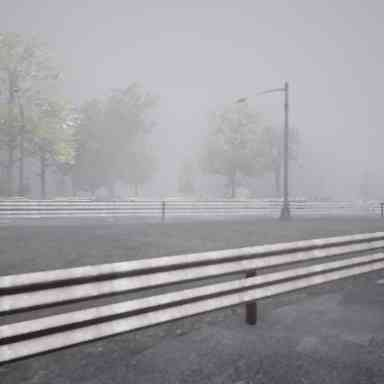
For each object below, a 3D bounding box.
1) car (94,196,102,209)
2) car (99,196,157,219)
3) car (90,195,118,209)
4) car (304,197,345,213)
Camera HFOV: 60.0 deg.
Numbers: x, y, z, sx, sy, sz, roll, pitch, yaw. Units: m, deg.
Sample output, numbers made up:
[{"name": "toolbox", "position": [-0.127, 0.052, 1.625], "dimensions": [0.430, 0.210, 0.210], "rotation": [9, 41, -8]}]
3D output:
[{"name": "car", "position": [-6.213, 1.269, 29.548], "dimensions": [4.181, 1.385, 1.994], "rotation": [1, -1, -23]}, {"name": "car", "position": [-4.860, 1.257, 26.321], "dimensions": [4.181, 1.385, 1.994], "rotation": [1, -1, -23]}, {"name": "car", "position": [-7.612, 1.077, 32.757], "dimensions": [4.553, 1.767, 2.097], "rotation": [1, 0, -23]}, {"name": "car", "position": [15.160, 1.352, 37.901], "dimensions": [4.553, 1.767, 2.097], "rotation": [1, 0, -21]}]
